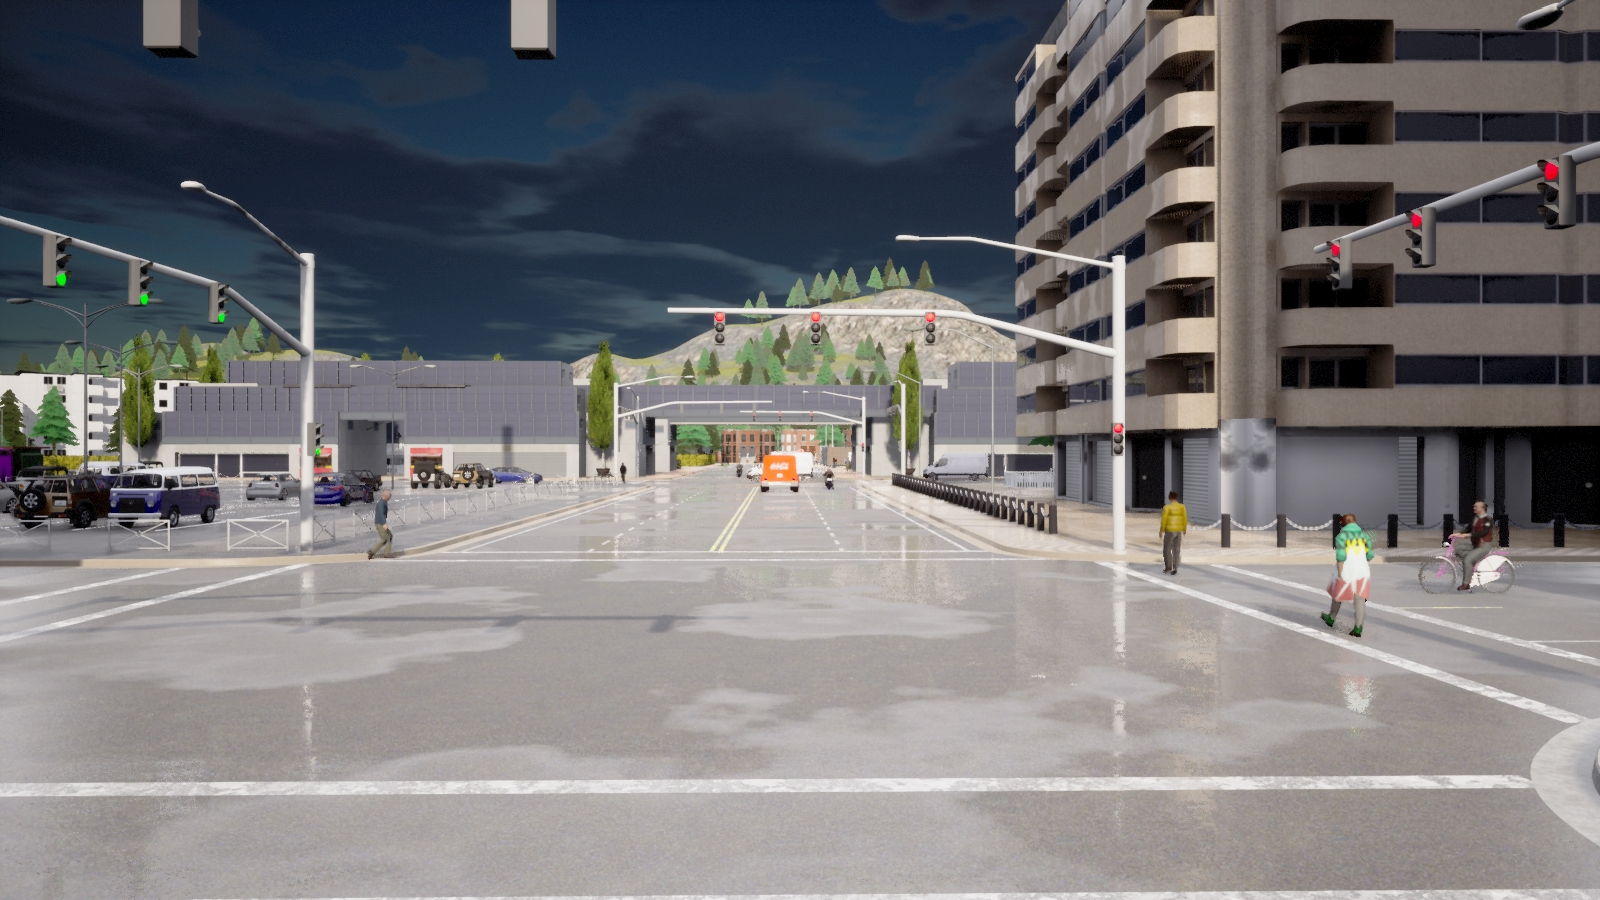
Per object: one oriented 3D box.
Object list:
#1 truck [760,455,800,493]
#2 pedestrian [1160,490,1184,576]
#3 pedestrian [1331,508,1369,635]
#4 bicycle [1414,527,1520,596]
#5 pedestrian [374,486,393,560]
[{"bbox_3d":[-1.366,1.564,77.071,2.627,2.467,5.204,0,0,-1],"label":"truck"},{"bbox_3d":[8.135,1.806,24.988,0.375,1.860,0.375,0,0,-3],"label":"pedestrian"},{"bbox_3d":[8.225,1.804,17.088,0.375,1.860,0.375,0,0,-1],"label":"pedestrian"},{"bbox_3d":[12.613,2.105,21.611,1.835,1.271,0.329,0,0,-2],"label":"bicycle"},{"bbox_3d":[-10.580,1.840,29.041,0.375,1.860,0.375,0,0,-8],"label":"pedestrian"}]
